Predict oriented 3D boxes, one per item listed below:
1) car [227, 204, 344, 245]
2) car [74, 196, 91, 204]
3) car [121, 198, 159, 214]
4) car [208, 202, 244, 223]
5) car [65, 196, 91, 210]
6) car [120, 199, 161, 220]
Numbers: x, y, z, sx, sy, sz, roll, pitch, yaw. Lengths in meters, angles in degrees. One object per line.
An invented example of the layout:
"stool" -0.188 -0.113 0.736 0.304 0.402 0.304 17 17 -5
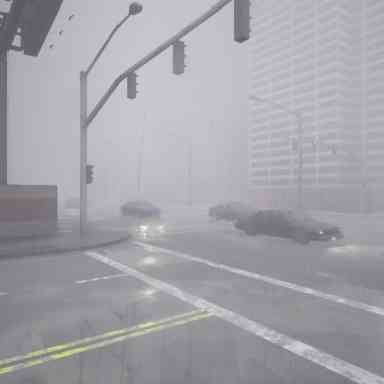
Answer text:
"car" 4.353 1.548 15.973 2.033 1.411 5.357 0 0 -35
"car" -21.536 1.526 65.115 1.812 1.442 4.674 0 0 -35
"car" -5.809 1.492 36.432 2.128 1.511 4.902 0 0 -35
"car" 3.141 1.491 23.755 2.128 1.511 4.902 0 0 -35
"car" -15.402 1.504 43.968 1.837 1.490 4.892 0 0 -35
"car" -4.488 1.478 28.491 1.882 1.535 5.008 0 0 -35
